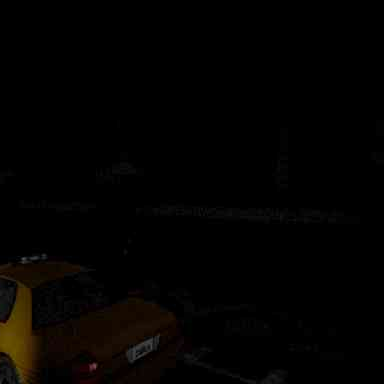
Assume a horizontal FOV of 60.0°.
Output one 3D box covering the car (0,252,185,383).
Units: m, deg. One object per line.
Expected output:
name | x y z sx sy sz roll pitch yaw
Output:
car | -2.362 1.525 4.650 4.829 1.417 1.752 0 0 36
